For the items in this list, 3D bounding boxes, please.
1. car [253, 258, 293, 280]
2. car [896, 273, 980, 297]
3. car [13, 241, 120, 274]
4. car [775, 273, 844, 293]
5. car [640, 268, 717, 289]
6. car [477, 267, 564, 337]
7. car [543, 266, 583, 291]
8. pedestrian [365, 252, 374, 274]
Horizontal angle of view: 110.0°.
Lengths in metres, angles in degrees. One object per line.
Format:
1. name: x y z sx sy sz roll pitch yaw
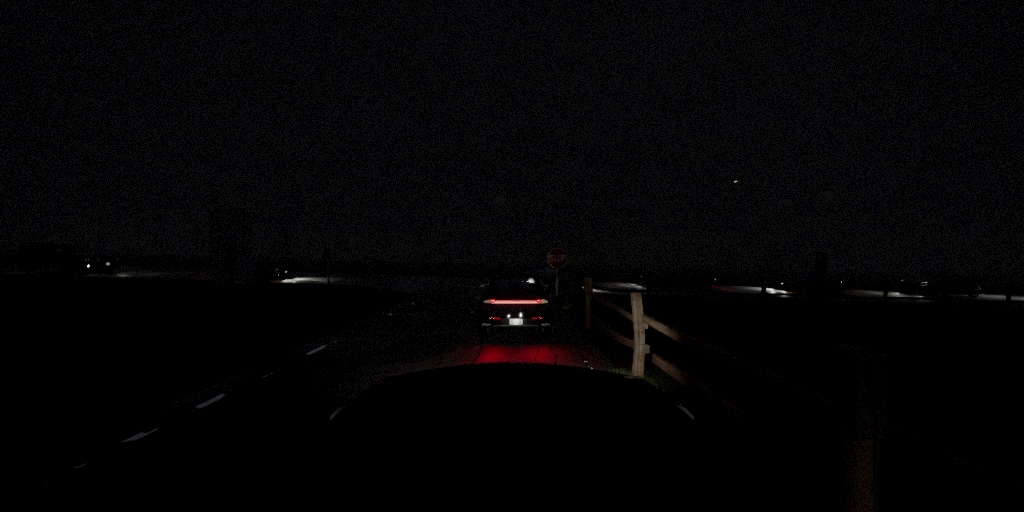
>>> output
1. car: -17.434 0.839 24.498 4.181 1.385 1.994 2 3 0
2. car: 32.348 2.069 27.291 4.553 1.767 2.097 2 3 0
3. car: -30.344 0.060 24.521 5.566 2.045 2.150 3 3 1
4. car: 22.603 1.984 27.334 4.181 1.385 1.994 2 3 0
5. car: 12.675 1.658 27.362 5.357 1.411 2.033 2 3 0
6. car: 0.076 1.234 10.328 2.128 1.511 4.902 0 0 0
7. car: 2.757 1.427 24.477 4.181 1.385 1.994 5 2 1
8. pedestrian: -12.092 0.529 30.438 0.375 1.860 0.375 0 1 0
